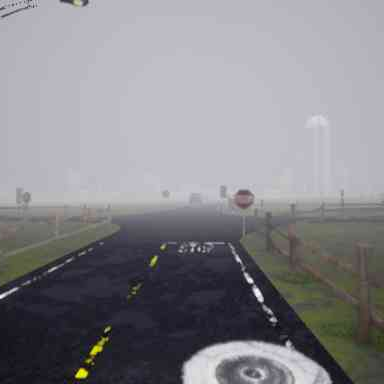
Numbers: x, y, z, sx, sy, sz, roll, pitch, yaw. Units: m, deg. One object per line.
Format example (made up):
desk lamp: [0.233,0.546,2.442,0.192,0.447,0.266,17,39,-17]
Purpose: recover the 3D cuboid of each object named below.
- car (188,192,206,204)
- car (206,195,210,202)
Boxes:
car: [0.724,1.077,57.977,2.150,2.045,5.566,0,0,7]
car: [2.809,1.328,73.251,2.128,1.511,4.902,0,0,9]
